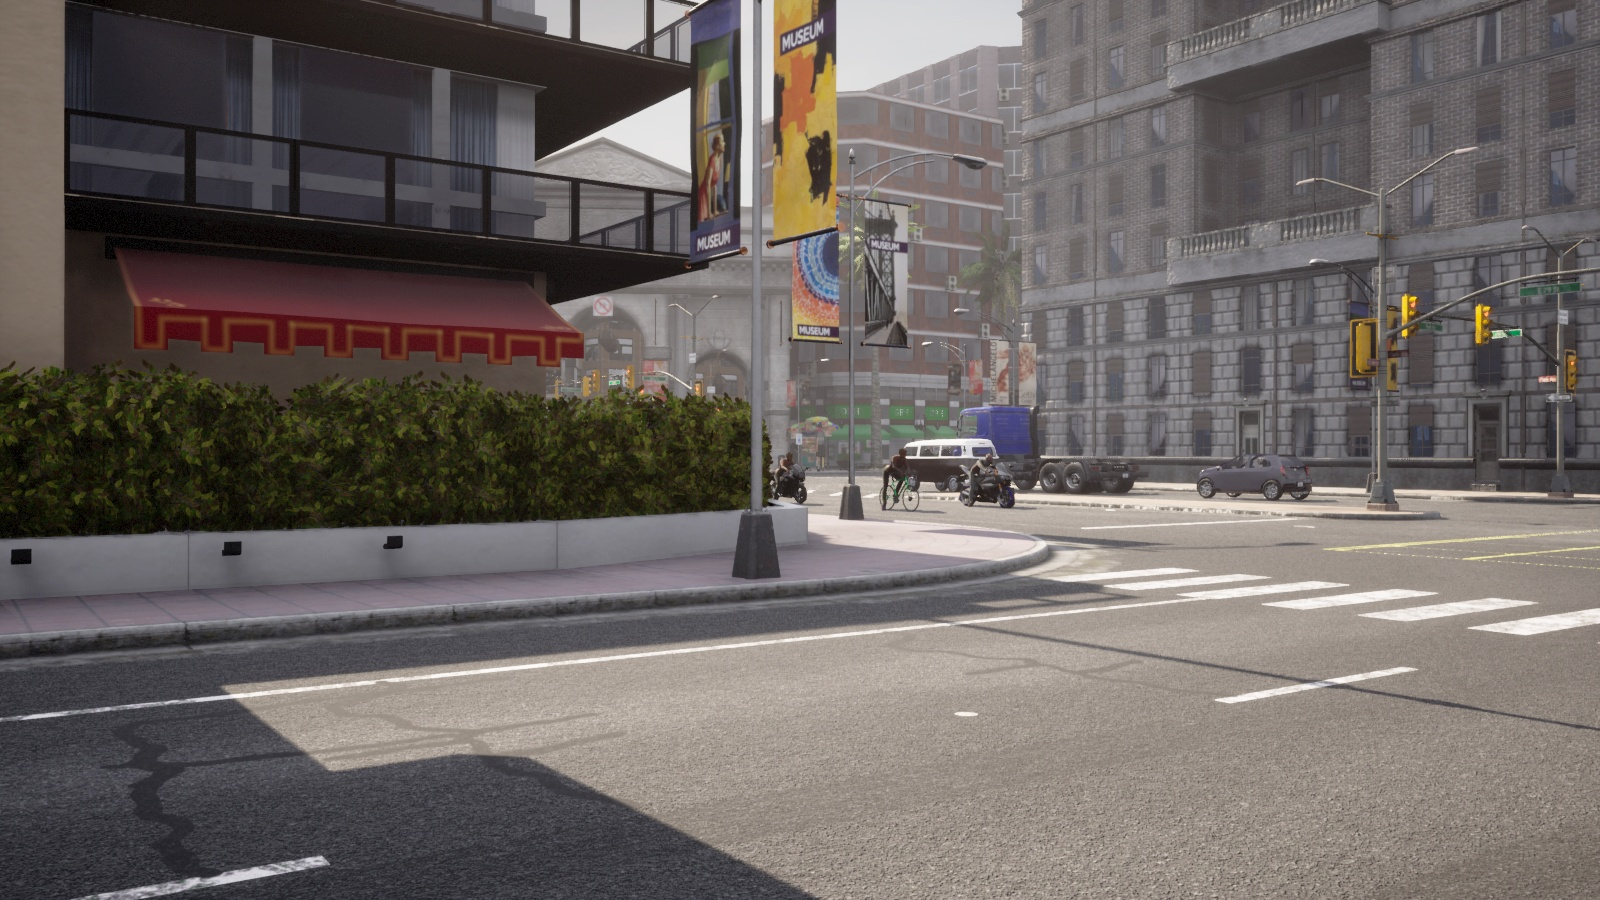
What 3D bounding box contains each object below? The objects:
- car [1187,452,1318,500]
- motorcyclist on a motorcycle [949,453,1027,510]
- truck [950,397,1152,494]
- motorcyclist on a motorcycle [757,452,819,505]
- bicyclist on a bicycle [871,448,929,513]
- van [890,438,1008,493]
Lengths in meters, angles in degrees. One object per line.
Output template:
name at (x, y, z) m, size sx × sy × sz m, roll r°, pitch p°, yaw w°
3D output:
car at (14.795, 0.828, 41.201) m, size 1.845 × 1.501 × 3.633 m, roll 0°, pitch 0°, yaw -35°
motorcyclist on a motorcycle at (5.192, 0.854, 34.869) m, size 0.866 × 1.530 × 2.191 m, roll 0°, pitch 0°, yaw -35°
truck at (9.565, -0.138, 48.807) m, size 2.891 × 3.462 × 7.936 m, roll 0°, pitch 0°, yaw -35°
motorcyclist on a motorcycle at (-0.372, 0.818, 36.784) m, size 0.797 × 1.523 × 2.044 m, roll 0°, pitch 0°, yaw -35°
bicyclist on a bicycle at (2.565, 0.772, 32.513) m, size 0.582 × 1.620 × 1.656 m, roll 0°, pitch 0°, yaw -35°
van at (5.675, 0.574, 48.287) m, size 2.069 × 2.038 × 4.480 m, roll 0°, pitch 0°, yaw -34°
